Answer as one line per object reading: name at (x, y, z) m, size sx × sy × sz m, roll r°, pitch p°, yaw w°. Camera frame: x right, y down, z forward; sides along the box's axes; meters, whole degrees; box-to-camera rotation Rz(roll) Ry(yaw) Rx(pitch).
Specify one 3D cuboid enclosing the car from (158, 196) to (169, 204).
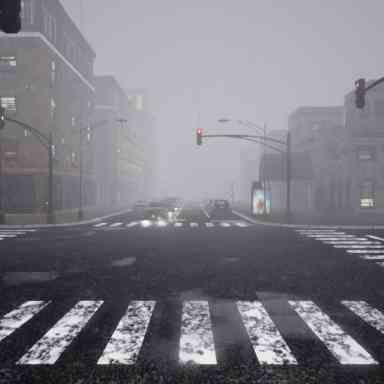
car at (-5.657, 1.565, 65.843) m, size 1.752 × 1.417 × 4.829 m, roll 0°, pitch 0°, yaw 0°

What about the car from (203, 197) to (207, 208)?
car at (2.710, 1.597, 43.233) m, size 1.802 × 1.307 × 4.206 m, roll 0°, pitch 0°, yaw 0°

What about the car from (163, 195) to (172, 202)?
car at (-5.652, 1.497, 77.405) m, size 1.967 × 1.590 × 4.097 m, roll 0°, pitch 0°, yaw 0°

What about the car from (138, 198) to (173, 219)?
car at (-3.084, 1.552, 29.275) m, size 2.033 × 1.411 × 5.357 m, roll 0°, pitch 0°, yaw 0°

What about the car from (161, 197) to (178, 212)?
car at (-3.080, 1.576, 39.280) m, size 1.994 × 1.385 × 4.181 m, roll 0°, pitch 0°, yaw -1°

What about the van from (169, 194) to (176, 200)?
van at (-5.642, 1.430, 94.496) m, size 1.690 × 1.788 × 3.998 m, roll -1°, pitch 0°, yaw 0°

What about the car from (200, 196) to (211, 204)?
car at (2.724, 1.591, 66.020) m, size 2.008 × 1.369 × 4.403 m, roll -1°, pitch 0°, yaw 0°

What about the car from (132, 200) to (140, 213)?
car at (-5.674, 1.561, 37.529) m, size 2.008 × 1.369 × 4.403 m, roll 0°, pitch 0°, yaw 0°

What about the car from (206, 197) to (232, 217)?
car at (2.703, 1.446, 31.839) m, size 1.967 × 1.590 × 4.097 m, roll 0°, pitch 0°, yaw 0°

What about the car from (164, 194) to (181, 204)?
car at (-3.062, 1.526, 49.683) m, size 1.837 × 1.490 × 4.892 m, roll 0°, pitch 0°, yaw 0°

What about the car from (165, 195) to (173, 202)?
car at (-5.647, 1.592, 82.932) m, size 1.752 × 1.417 × 4.829 m, roll -1°, pitch 0°, yaw 0°

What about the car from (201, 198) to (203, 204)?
car at (2.714, 1.571, 48.930) m, size 2.008 × 1.369 × 4.403 m, roll 0°, pitch 0°, yaw 0°
